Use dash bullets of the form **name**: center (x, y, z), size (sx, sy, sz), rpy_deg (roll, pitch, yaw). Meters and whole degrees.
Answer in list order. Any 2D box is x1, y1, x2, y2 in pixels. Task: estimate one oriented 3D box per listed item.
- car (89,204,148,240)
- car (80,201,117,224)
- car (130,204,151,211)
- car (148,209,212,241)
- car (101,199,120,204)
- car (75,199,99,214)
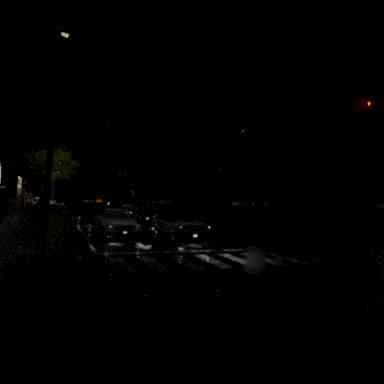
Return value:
- **car**: center (-3.977, 1.585, 17.378), size (1.812, 1.442, 4.674), rpy_deg (2, -1, -23)
- **car**: center (-7.227, 1.657, 25.491), size (1.994, 1.385, 4.181), rpy_deg (2, -1, -20)
- **car**: center (-4.155, 1.724, 26.519), size (1.837, 1.490, 4.892), rpy_deg (2, -1, -22)
- **car**: center (-0.657, 1.786, 17.884), size (1.895, 1.301, 4.718), rpy_deg (2, -1, -22)
- **car**: center (-9.042, 1.834, 38.595), size (1.994, 1.385, 4.181), rpy_deg (2, -1, -22)
- **car**: center (-11.895, 1.741, 36.972), size (1.895, 1.301, 4.718), rpy_deg (2, -1, -23)
